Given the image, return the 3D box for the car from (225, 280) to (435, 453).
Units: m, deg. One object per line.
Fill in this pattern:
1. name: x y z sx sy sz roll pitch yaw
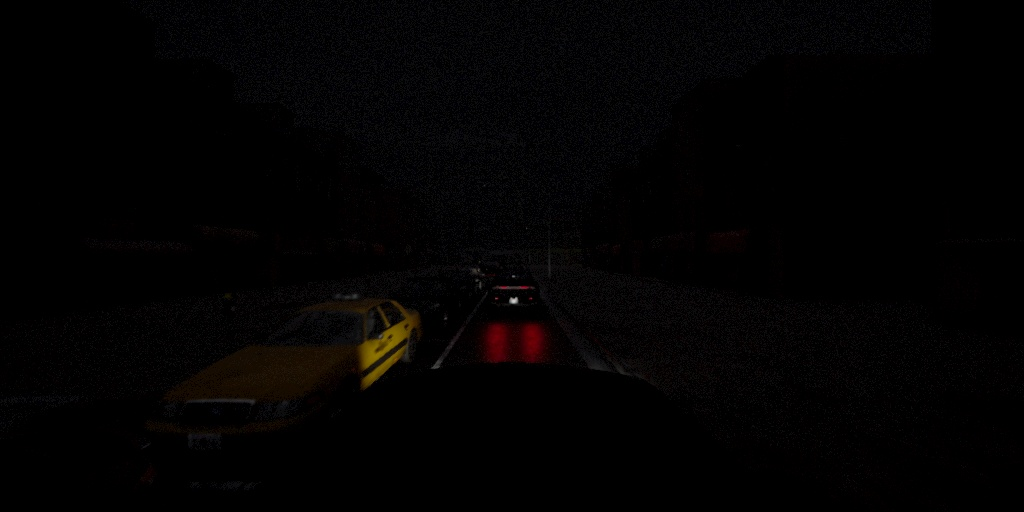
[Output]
1. car: -2.637 1.282 5.490 1.751 1.417 4.829 0 0 0

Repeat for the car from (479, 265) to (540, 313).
1. car: 0.074 1.263 14.153 2.128 1.511 4.902 0 0 0

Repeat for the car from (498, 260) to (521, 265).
1. car: 0.075 1.305 29.349 1.837 1.490 4.892 0 0 0

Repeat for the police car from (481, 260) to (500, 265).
1. police car: -2.745 1.245 41.479 1.930 1.638 5.238 0 0 0

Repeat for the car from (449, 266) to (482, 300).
1. car: -2.636 1.341 16.564 1.948 1.339 4.313 0 0 0

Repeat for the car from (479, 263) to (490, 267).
1. car: -2.635 1.336 22.016 2.007 1.370 4.403 0 0 0

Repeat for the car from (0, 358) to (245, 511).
1. car: -2.638 1.330 0.208 1.802 1.307 4.207 0 0 0

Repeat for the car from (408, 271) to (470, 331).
1. car: -2.637 1.332 11.112 1.948 1.339 4.313 0 0 0
